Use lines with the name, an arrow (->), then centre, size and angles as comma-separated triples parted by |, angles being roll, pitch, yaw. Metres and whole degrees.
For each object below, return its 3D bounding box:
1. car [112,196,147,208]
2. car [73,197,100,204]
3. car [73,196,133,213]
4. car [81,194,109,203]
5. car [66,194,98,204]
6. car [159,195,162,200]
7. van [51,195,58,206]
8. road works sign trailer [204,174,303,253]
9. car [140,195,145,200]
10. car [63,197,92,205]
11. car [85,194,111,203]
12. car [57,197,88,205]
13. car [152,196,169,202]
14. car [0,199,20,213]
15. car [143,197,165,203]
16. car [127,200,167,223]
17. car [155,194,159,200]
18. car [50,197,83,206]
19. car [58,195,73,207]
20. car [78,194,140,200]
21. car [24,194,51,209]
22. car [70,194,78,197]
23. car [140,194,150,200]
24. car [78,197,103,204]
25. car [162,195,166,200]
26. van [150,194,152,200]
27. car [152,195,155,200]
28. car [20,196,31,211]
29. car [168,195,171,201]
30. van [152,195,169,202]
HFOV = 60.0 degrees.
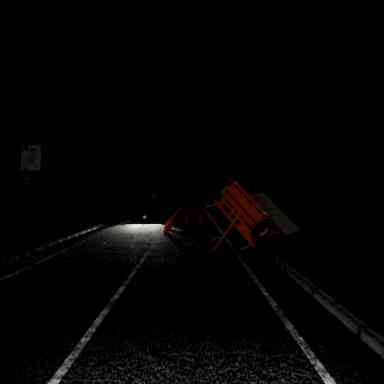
car -> -8.813, 1.391, 47.235 | 4.553, 1.767, 2.185 | 0, 0, 0
car -> -21.944, 1.718, 69.454 | 5.008, 1.535, 2.097 | 0, -1, 0
car -> -8.841, 1.439, 33.223 | 4.892, 1.521, 2.231 | 0, 0, 0
car -> -21.928, 1.527, 75.025 | 5.566, 2.045, 2.435 | 0, -1, 0
car -> -21.917, 1.438, 66.670 | 5.566, 2.045, 2.435 | 0, 0, 0
car -> -8.887, 1.388, 61.253 | 5.566, 2.045, 2.435 | 0, -1, 0
van -> -22.040, 1.291, 47.173 | 4.442, 1.987, 1.878 | 0, 0, 0
road works sign trailer -> 2.367, 1.052, 12.618 | 3.560, 2.880, 2.380 | -5, 45, -44
car -> -8.850, 1.476, 41.628 | 4.892, 1.521, 2.231 | 0, 0, 0
car -> -21.970, 1.693, 63.884 | 4.792, 1.488, 2.163 | 0, -1, 0
car -> -21.932, 1.559, 77.686 | 5.566, 2.045, 2.435 | 0, -1, 0
car -> -21.908, 1.669, 61.099 | 4.792, 1.488, 2.163 | 0, 0, 0
car -> -8.935, 1.889, 94.886 | 4.553, 1.767, 2.185 | 0, -1, 0
car -> -21.930, 1.447, 36.036 | 5.008, 1.535, 2.097 | 0, 0, 0
car -> -8.910, 1.844, 78.066 | 4.792, 1.488, 2.163 | 0, -1, 0
car -> -3.249, 1.533, 24.761 | 1.994, 1.385, 4.181 | 0, 0, 0
car -> -8.849, 1.615, 58.448 | 5.008, 1.535, 2.097 | 0, -1, 0
car -> -21.929, 1.614, 58.315 | 5.008, 1.535, 2.097 | 0, -1, 0
car -> -21.926, 1.606, 52.743 | 4.674, 1.452, 2.002 | 0, -1, 0
car -> -8.874, 1.196, 36.025 | 5.566, 2.045, 2.435 | 0, 0, 0
car -> -21.892, 1.370, 44.392 | 4.553, 1.767, 2.185 | 0, 0, 0
car -> -21.745, 1.587, 55.529 | 5.366, 1.575, 1.946 | 0, -1, 0
car -> -8.872, 1.245, 44.435 | 5.566, 2.045, 2.435 | 0, 0, 0
car -> -21.950, 1.786, 72.114 | 4.674, 1.452, 2.002 | 0, -1, 0
car -> -8.868, 1.748, 72.464 | 5.008, 1.535, 2.097 | 0, -1, 0
van -> -8.730, 1.316, 50.040 | 4.442, 1.987, 1.878 | 0, 0, 0
car -> -8.842, 1.567, 52.842 | 4.892, 1.521, 2.231 | 0, 0, 0
car -> -21.926, 1.500, 38.823 | 4.674, 1.452, 2.002 | 0, 0, 0
car -> -8.891, 1.948, 89.279 | 5.008, 1.535, 2.097 | 0, -1, 0
van -> -8.783, 1.756, 92.085 | 4.442, 1.987, 1.878 | 0, -1, 0
